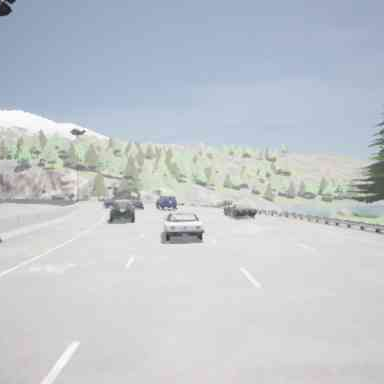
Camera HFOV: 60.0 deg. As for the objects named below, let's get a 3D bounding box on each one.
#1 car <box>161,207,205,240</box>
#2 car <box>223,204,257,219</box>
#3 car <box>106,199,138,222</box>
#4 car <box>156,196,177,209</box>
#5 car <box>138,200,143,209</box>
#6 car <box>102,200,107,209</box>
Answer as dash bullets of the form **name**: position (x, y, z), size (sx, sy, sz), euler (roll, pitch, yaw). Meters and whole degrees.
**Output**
- **car**: position (-0.596, 1.735, 17.878), size (1.895, 1.301, 4.718), euler (0, 0, -7)
- **car**: position (4.411, 1.784, 31.664), size (1.895, 1.301, 4.718), euler (0, 0, -12)
- **car**: position (-6.167, 1.624, 29.483), size (2.097, 1.767, 4.553), euler (-1, 0, -11)
- **car**: position (-3.887, 1.615, 49.718), size (2.150, 2.045, 5.566), euler (0, -1, -19)
- **car**: position (-9.183, 1.967, 53.871), size (2.128, 1.511, 4.902), euler (0, 0, -21)
- **car**: position (-14.278, 2.028, 57.443), size (1.882, 1.535, 5.008), euler (0, -1, -23)
